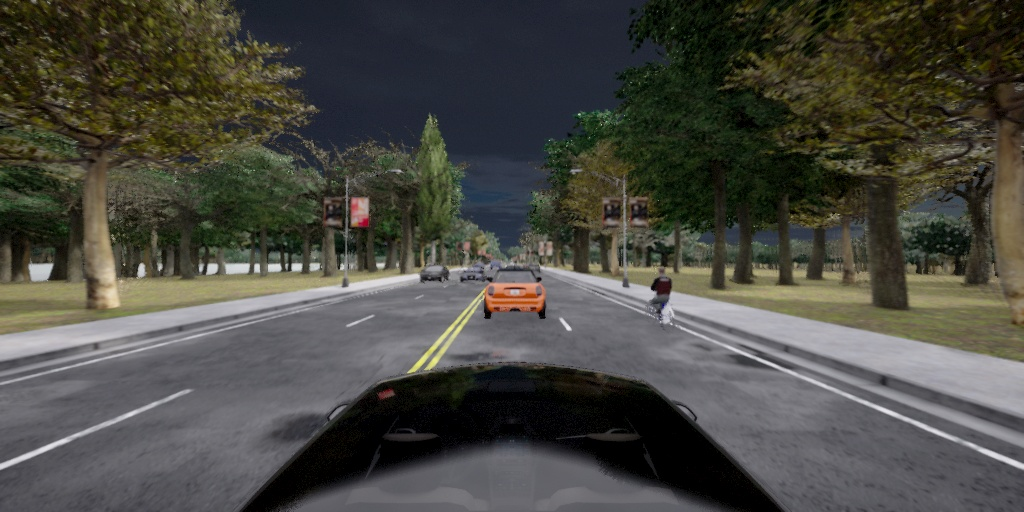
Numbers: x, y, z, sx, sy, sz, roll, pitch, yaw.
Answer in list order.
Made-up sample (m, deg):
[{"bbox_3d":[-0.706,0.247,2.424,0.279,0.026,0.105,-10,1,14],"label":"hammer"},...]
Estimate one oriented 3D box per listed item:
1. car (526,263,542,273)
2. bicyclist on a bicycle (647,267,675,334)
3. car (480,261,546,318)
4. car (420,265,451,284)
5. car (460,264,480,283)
[{"bbox_3d":[3.350,1.822,55.765,2.128,1.511,4.902,0,-1,0],"label":"car"},{"bbox_3d":[4.141,1.196,10.110,0.659,1.776,1.843,0,0,0],"label":"bicyclist on a bicycle"},{"bbox_3d":[0.099,1.211,13.730,2.097,1.767,4.553,0,-1,0],"label":"car"},{"bbox_3d":[-6.596,1.517,31.135,1.882,1.535,5.008,0,-1,0],"label":"car"},{"bbox_3d":[-3.344,1.606,31.398,1.994,1.385,4.181,0,-1,0],"label":"car"}]
